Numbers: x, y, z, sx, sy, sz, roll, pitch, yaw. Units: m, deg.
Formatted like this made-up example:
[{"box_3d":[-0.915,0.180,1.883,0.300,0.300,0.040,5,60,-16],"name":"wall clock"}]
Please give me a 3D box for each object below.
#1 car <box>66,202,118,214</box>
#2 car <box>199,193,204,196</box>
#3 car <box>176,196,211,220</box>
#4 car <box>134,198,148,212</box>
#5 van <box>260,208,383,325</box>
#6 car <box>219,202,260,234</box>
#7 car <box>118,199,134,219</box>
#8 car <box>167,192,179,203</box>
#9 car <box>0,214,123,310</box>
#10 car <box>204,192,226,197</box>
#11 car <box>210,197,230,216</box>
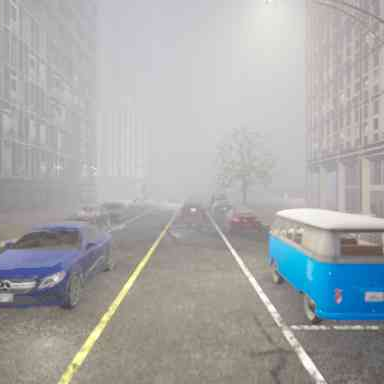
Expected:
[{"box_3d":[-5.685,1.428,18.161,2.008,1.369,4.403,0,0,0],"name":"car"},{"box_3d":[0.105,1.202,42.471,2.163,1.488,4.792,0,0,0],"name":"car"},{"box_3d":[0.104,1.323,26.471,2.163,1.488,4.792,0,0,0],"name":"car"},{"box_3d":[-5.683,1.281,35.082,1.752,1.417,4.829,0,0,0],"name":"car"},{"box_3d":[2.694,1.296,6.762,1.690,1.788,3.998,0,0,0],"name":"van"},{"box_3d":[2.695,1.460,18.160,1.802,1.307,4.206,0,0,0],"name":"car"},{"box_3d":[-5.685,1.404,23.857,1.947,1.339,4.313,0,0,0],"name":"car"},{"box_3d":[-2.997,1.123,57.404,2.033,1.411,5.357,0,0,0],"name":"car"},{"box_3d":[-3.099,1.473,7.826,1.812,1.442,4.674,0,0,0],"name":"car"},{"box_3d":[2.698,1.070,35.248,2.192,1.841,5.009,0,0,0],"name":"car"},{"box_3d":[2.696,1.363,29.554,1.947,1.339,4.313,0,0,0],"name":"car"}]
